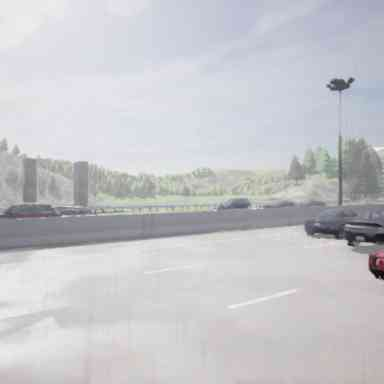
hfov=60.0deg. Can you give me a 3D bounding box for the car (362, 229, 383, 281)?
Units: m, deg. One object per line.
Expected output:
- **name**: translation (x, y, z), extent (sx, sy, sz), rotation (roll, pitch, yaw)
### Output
- **car**: translation (6.445, 1.622, 8.259), extent (4.718, 1.301, 1.895), rotation (0, 0, -36)

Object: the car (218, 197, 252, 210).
- **car**: translation (5.481, 1.486, 42.318), extent (4.553, 1.767, 2.097), rotation (0, 0, -35)

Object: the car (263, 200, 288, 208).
- **car**: translation (11.472, 1.675, 42.280), extent (5.357, 1.411, 2.033), rotation (0, 0, -35)

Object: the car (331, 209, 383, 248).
- **car**: translation (8.288, 1.530, 13.927), extent (4.902, 1.511, 2.128), rotation (0, 0, -36)

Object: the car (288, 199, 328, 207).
- **car**: translation (14.328, 1.609, 40.031), extent (4.902, 1.511, 2.128), rotation (0, 0, -35)

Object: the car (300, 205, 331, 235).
- **car**: translation (7.982, 1.616, 18.030), extent (4.181, 1.385, 1.994), rotation (0, 0, -36)

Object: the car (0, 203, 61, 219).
- **car**: translation (-9.710, 1.423, 18.524), extent (4.553, 1.767, 2.097), rotation (0, 0, -35)
